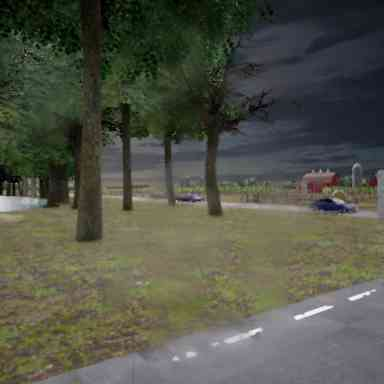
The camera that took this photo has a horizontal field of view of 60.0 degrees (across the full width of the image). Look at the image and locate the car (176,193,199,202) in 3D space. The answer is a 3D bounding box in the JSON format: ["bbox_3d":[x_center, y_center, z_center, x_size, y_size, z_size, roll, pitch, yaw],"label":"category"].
[{"bbox_3d":[-0.836,0.882,57.473,1.994,1.385,4.181,-1,1,-35],"label":"car"}]

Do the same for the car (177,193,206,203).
[{"bbox_3d":[-0.046,0.973,51.441,2.033,1.411,5.357,-1,1,-35],"label":"car"}]

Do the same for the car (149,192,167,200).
[{"bbox_3d":[-6.739,0.683,65.580,2.128,1.511,4.902,-1,1,-36],"label":"car"}]

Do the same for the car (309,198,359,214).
[{"bbox_3d":[13.702,1.302,32.295,1.812,1.442,4.674,-1,2,-36],"label":"car"}]
